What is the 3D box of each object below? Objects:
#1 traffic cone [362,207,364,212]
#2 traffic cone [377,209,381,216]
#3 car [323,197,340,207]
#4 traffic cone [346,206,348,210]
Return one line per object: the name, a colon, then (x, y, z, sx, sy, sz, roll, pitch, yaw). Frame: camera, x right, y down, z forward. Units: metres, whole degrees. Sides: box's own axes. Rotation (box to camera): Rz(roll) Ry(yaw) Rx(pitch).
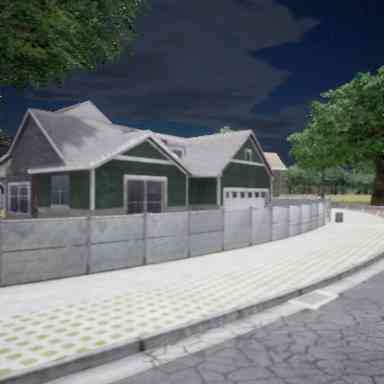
traffic cone: (19.167, 1.996, 37.338, 0.340, 0.580, 0.340, 0, 0, 8)
traffic cone: (18.291, 2.009, 32.657, 0.340, 0.580, 0.340, 0, 0, 13)
car: (20.934, 1.528, 51.465, 1.812, 1.442, 4.674, 0, 0, -8)
traffic cone: (19.596, 1.982, 42.084, 0.340, 0.580, 0.340, 0, 0, 2)
